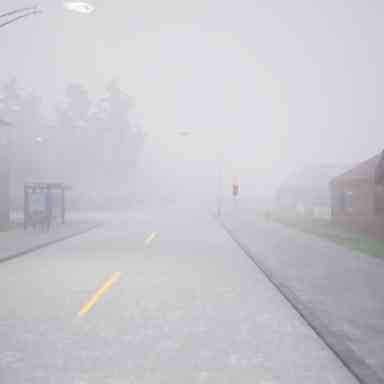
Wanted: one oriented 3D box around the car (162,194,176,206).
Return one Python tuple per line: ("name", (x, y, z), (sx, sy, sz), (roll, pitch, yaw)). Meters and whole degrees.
("car", (-4.015, 1.310, 58.967), (2.150, 2.045, 5.566), (0, 0, 1))
